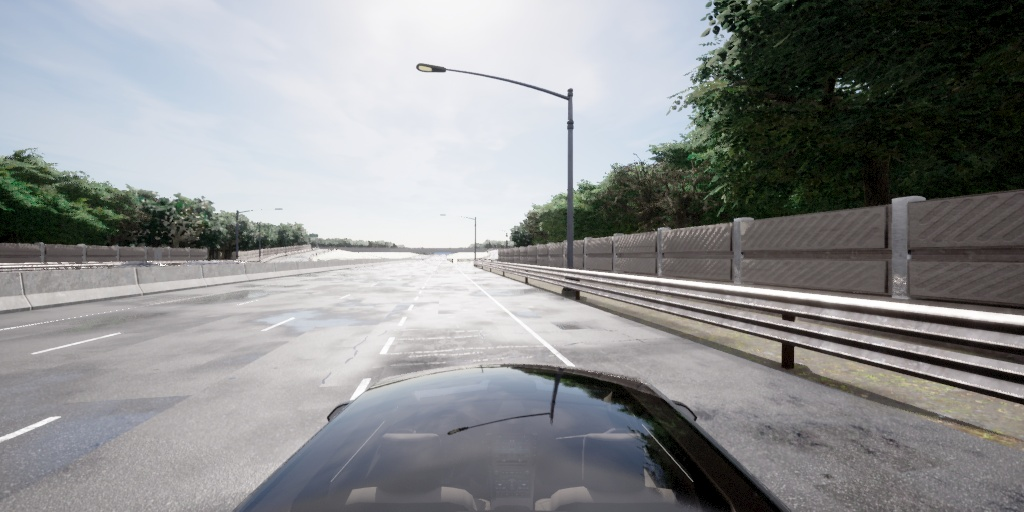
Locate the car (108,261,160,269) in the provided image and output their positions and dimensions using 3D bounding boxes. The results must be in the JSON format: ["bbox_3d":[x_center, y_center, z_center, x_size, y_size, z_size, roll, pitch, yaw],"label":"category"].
[{"bbox_3d":[-38.724,1.283,36.830,1.837,1.490,4.892,0,-1,-11],"label":"car"}]

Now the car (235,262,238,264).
[{"bbox_3d":[-32.323,1.346,40.652,1.994,1.385,4.181,0,0,-11],"label":"car"}]

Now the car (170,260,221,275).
[{"bbox_3d":[-35.928,1.275,40.873,2.128,1.511,4.902,0,0,-11],"label":"car"}]

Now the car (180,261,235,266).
[{"bbox_3d":[-26.964,1.259,31.218,2.128,1.511,4.902,0,0,-11],"label":"car"}]
